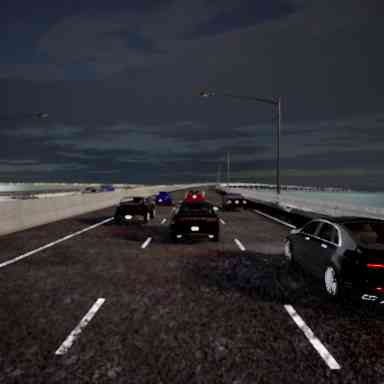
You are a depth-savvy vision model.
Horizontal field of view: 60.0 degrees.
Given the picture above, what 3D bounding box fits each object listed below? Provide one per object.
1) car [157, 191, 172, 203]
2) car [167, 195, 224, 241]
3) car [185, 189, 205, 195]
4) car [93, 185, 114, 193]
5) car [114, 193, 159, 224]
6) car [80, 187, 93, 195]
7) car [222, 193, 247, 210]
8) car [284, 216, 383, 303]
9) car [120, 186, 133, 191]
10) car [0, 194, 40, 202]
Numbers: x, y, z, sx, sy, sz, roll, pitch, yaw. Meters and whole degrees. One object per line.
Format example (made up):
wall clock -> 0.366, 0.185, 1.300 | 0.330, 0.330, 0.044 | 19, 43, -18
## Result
car -> -3.209, 0.630, 36.427 | 1.812, 1.442, 4.674 | 0, 1, 1
car -> 0.124, 1.120, 14.519 | 1.882, 1.535, 5.008 | 0, 1, 0
car -> 0.290, 0.486, 35.186 | 2.097, 1.767, 4.553 | 0, 1, 1
car -> -16.824, -0.363, 64.882 | 2.150, 2.045, 5.566 | 0, 1, 2
car -> -3.345, 1.014, 20.006 | 1.837, 1.490, 4.892 | 0, 2, 0
car -> -20.313, -0.243, 65.233 | 2.097, 1.767, 4.553 | 0, 1, 1
car -> 3.731, 0.813, 29.838 | 2.033, 1.411, 5.357 | 0, 1, 1
car -> 3.590, 1.313, 7.777 | 1.837, 1.490, 4.892 | 0, 2, 0
car -> -13.246, -0.324, 67.918 | 2.097, 1.767, 4.553 | 0, 1, 1
car -> -13.995, 0.886, 27.067 | 2.033, 1.411, 5.357 | 0, 1, 1
